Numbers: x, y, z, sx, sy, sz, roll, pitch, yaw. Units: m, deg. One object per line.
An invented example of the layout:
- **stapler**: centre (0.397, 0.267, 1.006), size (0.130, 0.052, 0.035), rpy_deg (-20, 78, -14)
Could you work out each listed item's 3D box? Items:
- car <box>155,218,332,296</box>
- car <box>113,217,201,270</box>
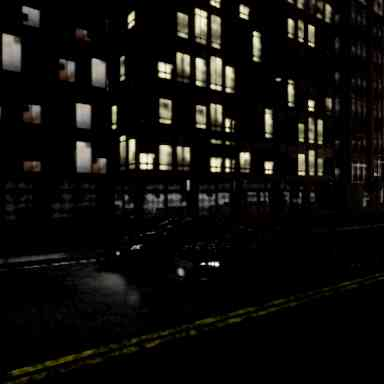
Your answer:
- **car**: centre (1.751, 1.571, 8.923), size (4.902, 1.511, 2.128), rpy_deg (1, -1, -35)
- **car**: centre (-0.338, 1.602, 11.426), size (4.674, 1.442, 1.812), rpy_deg (1, -1, -35)
